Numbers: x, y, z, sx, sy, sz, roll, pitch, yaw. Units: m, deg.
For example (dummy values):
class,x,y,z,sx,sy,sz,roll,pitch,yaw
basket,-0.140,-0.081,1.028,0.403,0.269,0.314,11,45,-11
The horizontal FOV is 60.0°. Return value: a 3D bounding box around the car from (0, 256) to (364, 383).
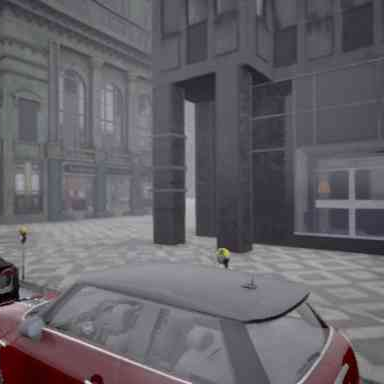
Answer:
class,x,y,z,sx,sy,sz,roll,pitch,yaw
car,-0.583,1.450,3.384,4.097,1.590,1.967,0,0,36
